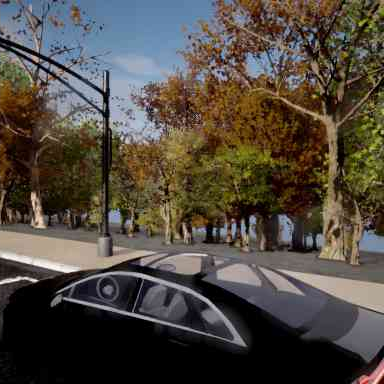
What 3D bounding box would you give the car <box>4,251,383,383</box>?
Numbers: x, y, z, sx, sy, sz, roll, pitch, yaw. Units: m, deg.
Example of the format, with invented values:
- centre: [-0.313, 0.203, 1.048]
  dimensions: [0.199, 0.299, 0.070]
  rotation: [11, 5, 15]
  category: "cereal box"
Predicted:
- centre: [-0.365, 1.491, 3.952]
  dimensions: [4.902, 1.511, 2.128]
  rotation: [0, 0, 36]
  category: "car"
